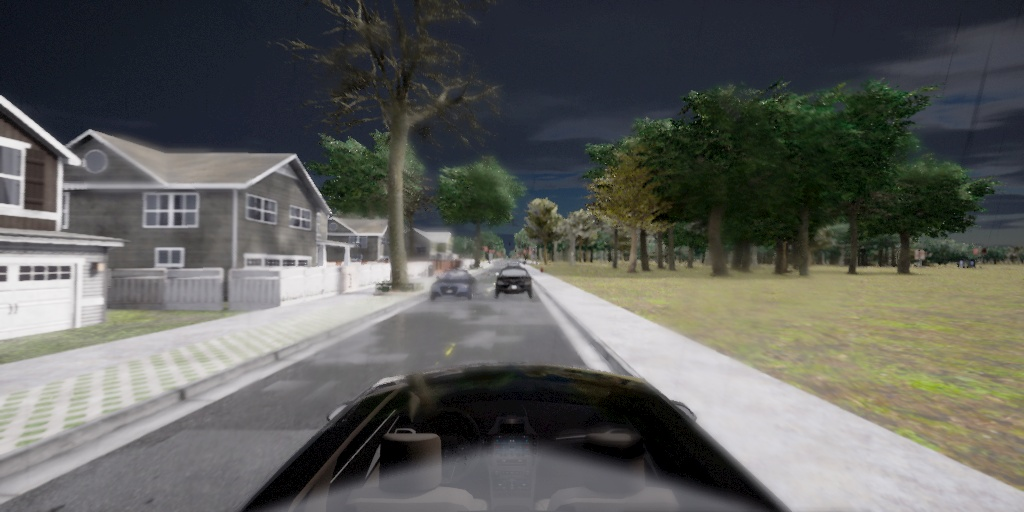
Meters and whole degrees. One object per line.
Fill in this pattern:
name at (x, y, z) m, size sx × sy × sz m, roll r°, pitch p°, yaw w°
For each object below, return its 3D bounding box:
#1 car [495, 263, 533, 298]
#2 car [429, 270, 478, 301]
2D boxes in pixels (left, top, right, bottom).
car at (0.109, 1.336, 19.472) m, size 1.882 × 1.535 × 5.008 m, roll 0°, pitch 0°, yaw 0°
car at (-2.840, 1.415, 18.160) m, size 1.994 × 1.385 × 4.181 m, roll 0°, pitch 0°, yaw 0°
